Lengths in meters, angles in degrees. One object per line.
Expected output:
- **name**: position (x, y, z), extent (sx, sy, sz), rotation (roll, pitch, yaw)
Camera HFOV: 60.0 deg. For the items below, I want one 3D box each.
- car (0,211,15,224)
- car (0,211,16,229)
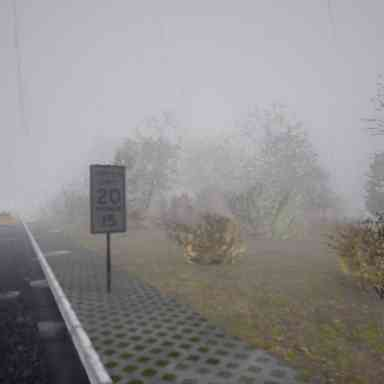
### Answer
- **car**: position (-23.325, 3.140, 41.723), extent (1.837, 1.490, 4.892), rotation (0, -2, -28)
- **car**: position (-18.393, 2.756, 32.541), extent (1.882, 1.535, 5.008), rotation (0, -2, -28)
